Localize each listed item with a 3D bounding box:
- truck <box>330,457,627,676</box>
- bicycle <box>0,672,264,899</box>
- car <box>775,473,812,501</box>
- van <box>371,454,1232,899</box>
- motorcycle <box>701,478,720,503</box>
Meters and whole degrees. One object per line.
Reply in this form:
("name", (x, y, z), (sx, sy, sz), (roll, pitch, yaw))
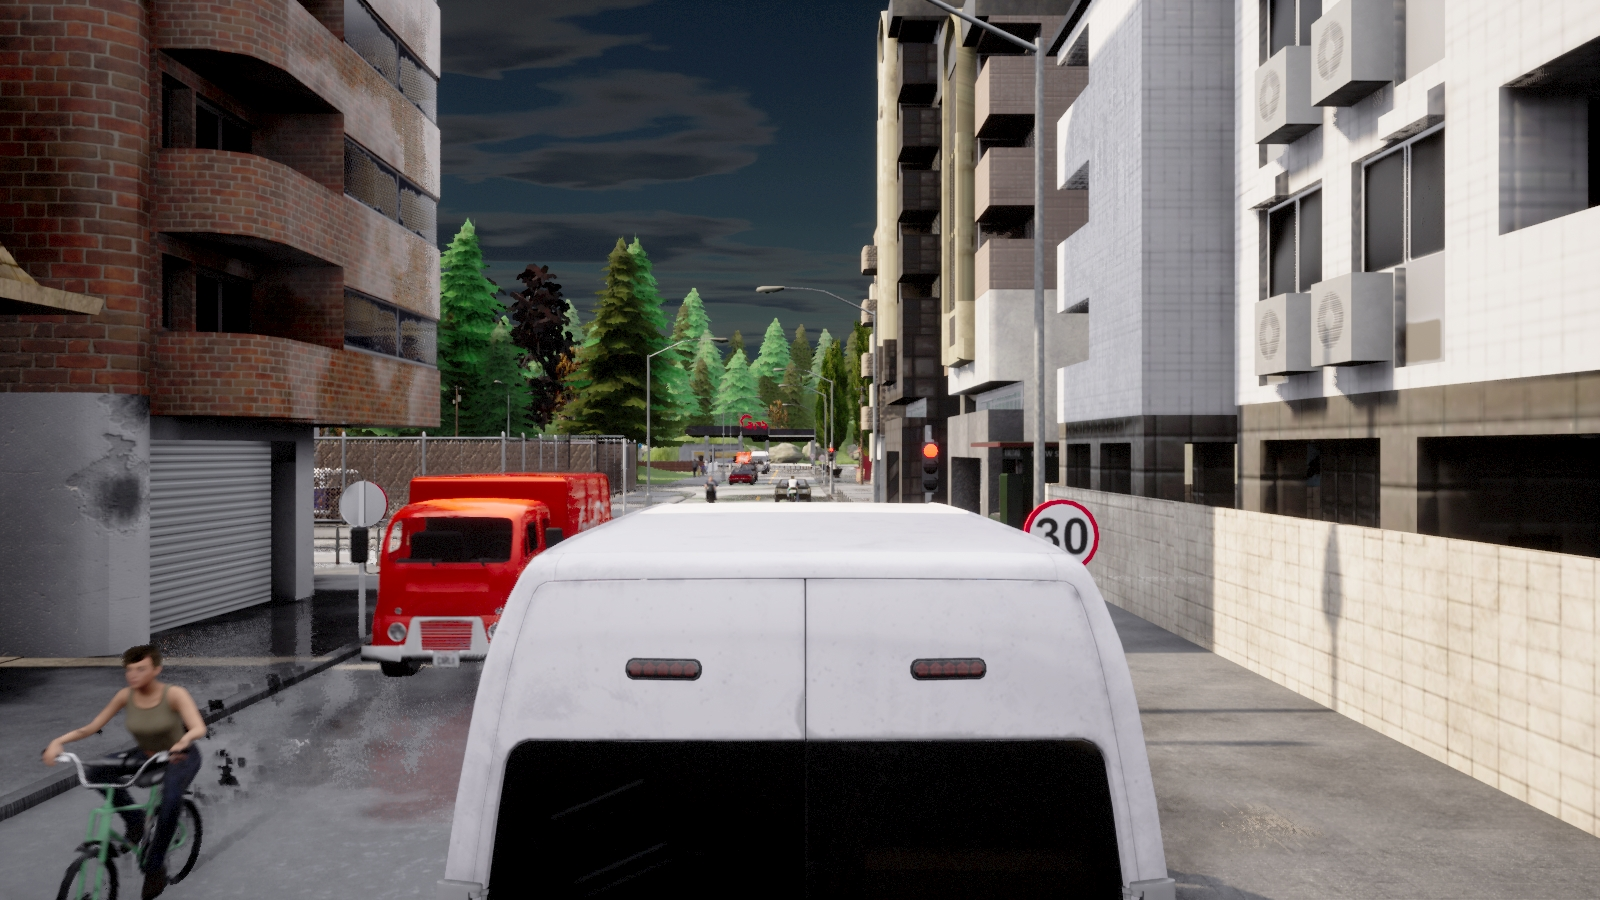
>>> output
("truck", (-4.060, 1.341, 15.645), (2.627, 2.467, 5.204), (0, 0, 0))
("bicycle", (-4.022, 2.033, 6.924), (0.859, 1.080, 1.487), (0, 0, -1))
("car", (-0.339, 1.912, 60.159), (1.895, 1.301, 4.718), (0, 0, 0))
("van", (-0.009, 1.312, 5.597), (1.988, 2.561, 5.915), (0, 0, 0))
("motorcycle", (-4.358, 1.971, 55.697), (0.803, 1.145, 2.033), (0, 0, 0))
